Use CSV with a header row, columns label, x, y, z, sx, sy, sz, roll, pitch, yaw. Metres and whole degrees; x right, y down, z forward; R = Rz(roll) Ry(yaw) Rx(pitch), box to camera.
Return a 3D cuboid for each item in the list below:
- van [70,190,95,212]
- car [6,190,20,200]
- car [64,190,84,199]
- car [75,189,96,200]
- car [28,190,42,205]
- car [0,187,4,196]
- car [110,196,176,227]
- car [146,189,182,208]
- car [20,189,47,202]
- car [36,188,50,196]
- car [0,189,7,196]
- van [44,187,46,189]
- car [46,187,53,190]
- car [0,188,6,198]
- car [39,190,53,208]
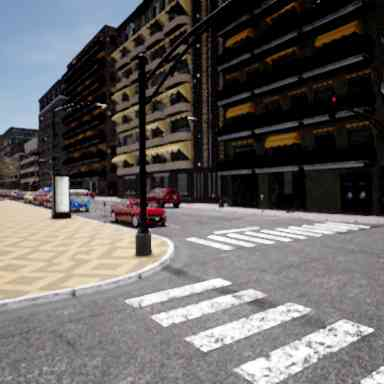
label,x,y,z,sx,sy,sz,roll,pitch,yaw
van,-9.743,0.708,27.740,1.690,1.788,3.998,0,1,-36
car,-26.437,0.379,50.573,1.967,1.590,4.097,0,1,-36
car,-19.677,0.402,55.524,1.947,1.339,4.313,0,1,-36
car,-16.337,0.362,50.956,1.967,1.590,4.097,0,1,-36
car,-16.422,0.740,36.875,1.887,1.381,4.507,0,1,-36
car,-43.128,-0.173,73.404,2.192,1.841,5.009,0,1,-36
car,-3.069,1.083,18.609,1.887,1.381,4.507,0,1,-36
car,-2.982,0.579,32.689,2.192,1.841,5.009,0,1,-36
car,-19.661,0.638,41.304,1.752,1.417,4.829,0,1,-36
car,-33.030,-0.066,73.788,1.967,1.590,4.097,0,1,-36
car,-39.792,0.148,68.840,2.008,1.369,4.403,0,1,-36
van,-29.690,-0.079,69.221,1.690,1.788,3.998,0,1,-36
car,-26.454,0.188,64.794,1.752,1.417,4.829,0,1,-36
car,-33.115,0.312,59.707,1.887,1.381,4.507,0,1,-36
car,-13.084,0.826,32.309,1.887,1.381,4.507,0,1,-36
